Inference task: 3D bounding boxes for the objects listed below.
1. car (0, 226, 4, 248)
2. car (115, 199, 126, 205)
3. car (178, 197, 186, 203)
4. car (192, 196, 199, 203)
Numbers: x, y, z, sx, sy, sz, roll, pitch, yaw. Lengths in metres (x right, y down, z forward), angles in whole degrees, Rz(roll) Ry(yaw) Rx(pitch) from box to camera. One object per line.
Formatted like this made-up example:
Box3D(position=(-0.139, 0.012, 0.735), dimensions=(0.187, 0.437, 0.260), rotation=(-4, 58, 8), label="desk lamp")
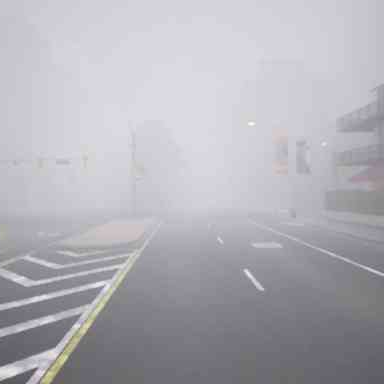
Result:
Box3D(position=(-8.339, 1.698, 11.118), dimensions=(1.882, 1.535, 5.008), rotation=(-1, 0, -2), label="car")
Box3D(position=(-17.095, 2.365, 79.866), dimensions=(1.895, 1.301, 4.718), rotation=(-1, 0, -2), label="car")
Box3D(position=(-2.563, 1.959, 87.053), dimensions=(1.812, 1.442, 4.674), rotation=(-1, 0, -2), label="car")
Box3D(position=(0.935, 1.895, 87.159), dimensions=(2.128, 1.511, 4.902), rotation=(-1, 0, -2), label="car")
